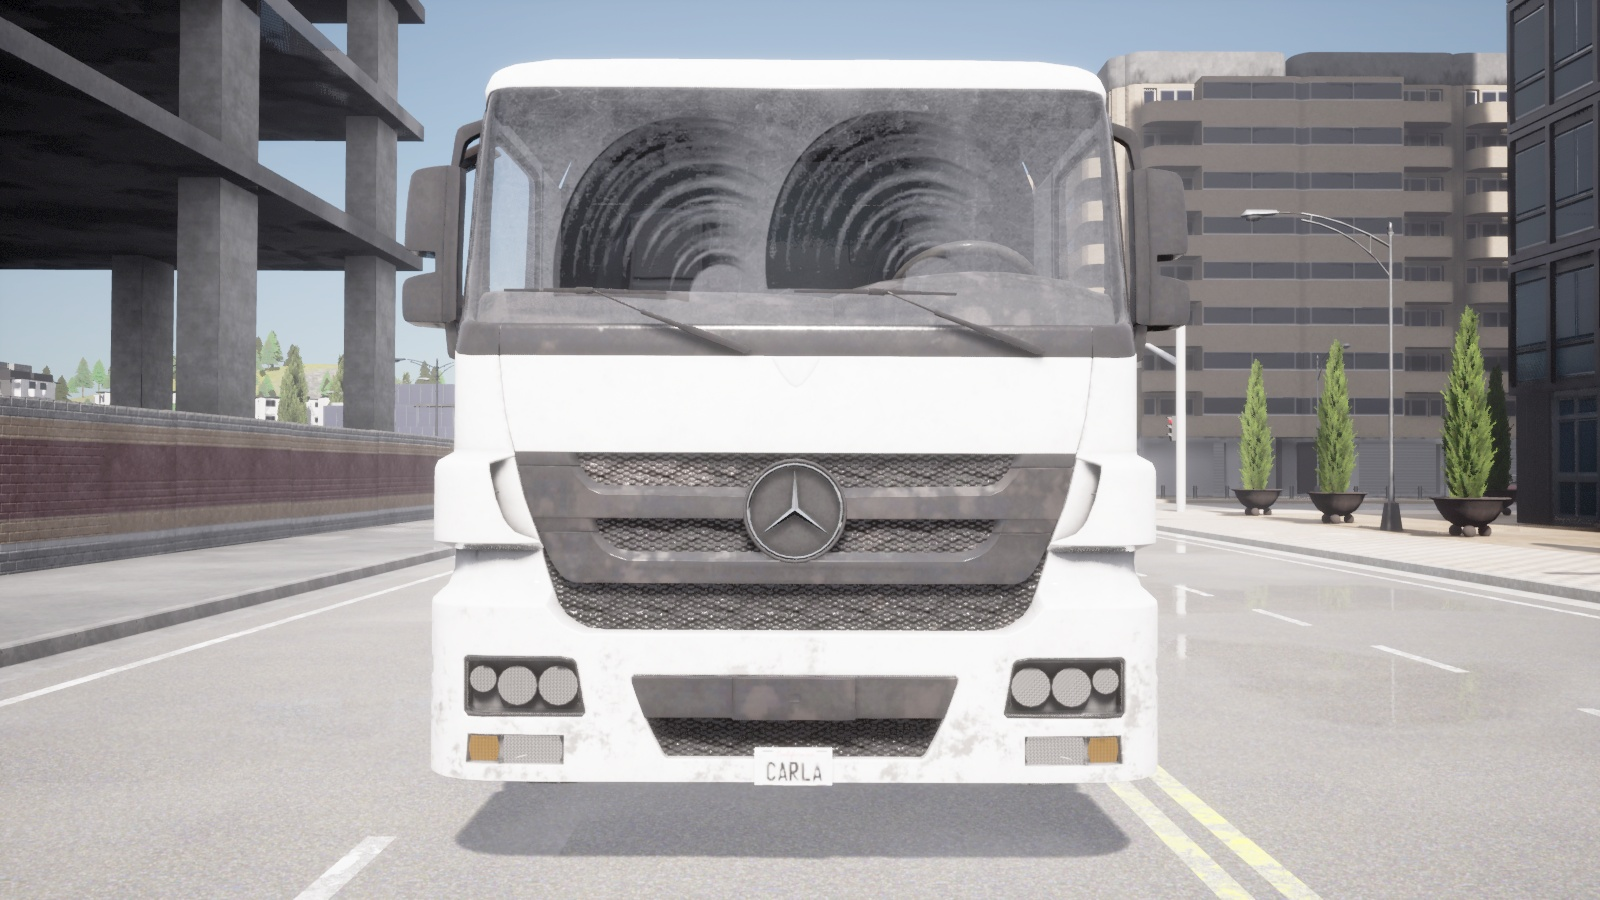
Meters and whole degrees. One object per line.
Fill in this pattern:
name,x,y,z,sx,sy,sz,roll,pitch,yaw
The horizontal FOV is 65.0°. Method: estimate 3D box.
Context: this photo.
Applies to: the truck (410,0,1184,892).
truck,-0.027,-0.022,8.684,2.891,3.462,7.936,0,-1,0
